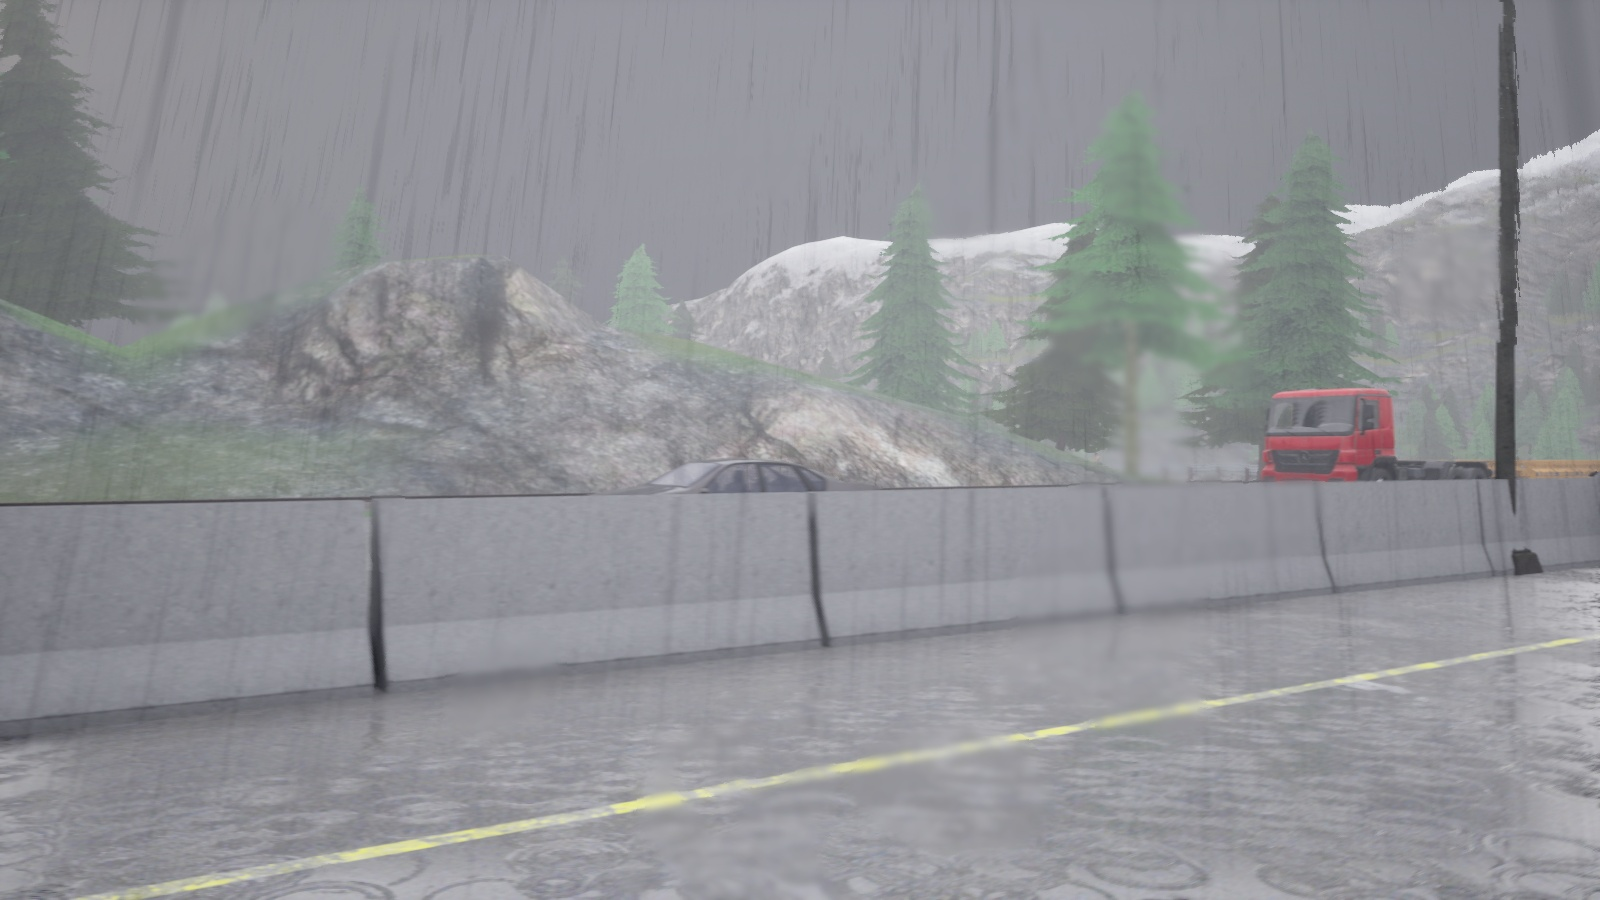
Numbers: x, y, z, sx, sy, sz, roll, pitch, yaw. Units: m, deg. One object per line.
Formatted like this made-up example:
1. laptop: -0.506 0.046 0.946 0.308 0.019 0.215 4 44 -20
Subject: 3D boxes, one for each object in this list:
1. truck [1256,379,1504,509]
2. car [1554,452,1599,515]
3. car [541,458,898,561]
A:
1. truck: 17.169 -0.158 36.976 7.936 3.462 2.891 0 0 -34
2. car: 20.939 0.801 31.026 4.792 1.488 2.163 0 0 -35
3. car: -1.181 0.851 19.894 5.357 1.411 2.033 0 0 -35
